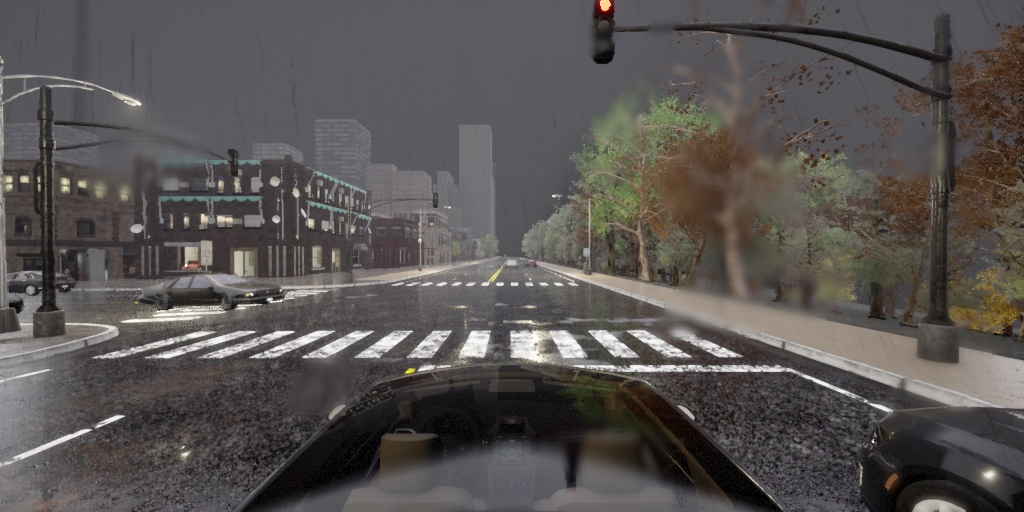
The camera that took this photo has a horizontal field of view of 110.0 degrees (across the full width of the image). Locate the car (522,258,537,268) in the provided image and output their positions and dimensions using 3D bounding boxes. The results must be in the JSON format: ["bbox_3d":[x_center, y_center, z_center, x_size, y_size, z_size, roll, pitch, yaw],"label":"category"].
[{"bbox_3d":[3.228,1.253,61.915,1.812,1.442,4.674,0,0,0],"label":"car"}]

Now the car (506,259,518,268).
[{"bbox_3d":[-0.022,1.253,61.704,1.812,1.442,4.674,0,0,0],"label":"car"}]

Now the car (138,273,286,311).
[{"bbox_3d":[-12.193,1.408,14.609,5.357,1.411,2.033,-2,0,10],"label":"car"}]

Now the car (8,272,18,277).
[{"bbox_3d":[-25.272,1.257,15.169,5.566,2.045,2.150,-1,1,1],"label":"car"}]

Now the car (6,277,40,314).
[{"bbox_3d":[-19.969,1.565,12.473,4.313,1.339,1.948,0,0,0],"label":"car"}]

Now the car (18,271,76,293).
[{"bbox_3d":[-28.319,1.560,20.969,4.403,1.370,2.007,0,0,0],"label":"car"}]

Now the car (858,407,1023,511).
[{"bbox_3d":[3.352,1.255,0.472,1.837,1.490,4.892,0,0,0],"label":"car"}]
